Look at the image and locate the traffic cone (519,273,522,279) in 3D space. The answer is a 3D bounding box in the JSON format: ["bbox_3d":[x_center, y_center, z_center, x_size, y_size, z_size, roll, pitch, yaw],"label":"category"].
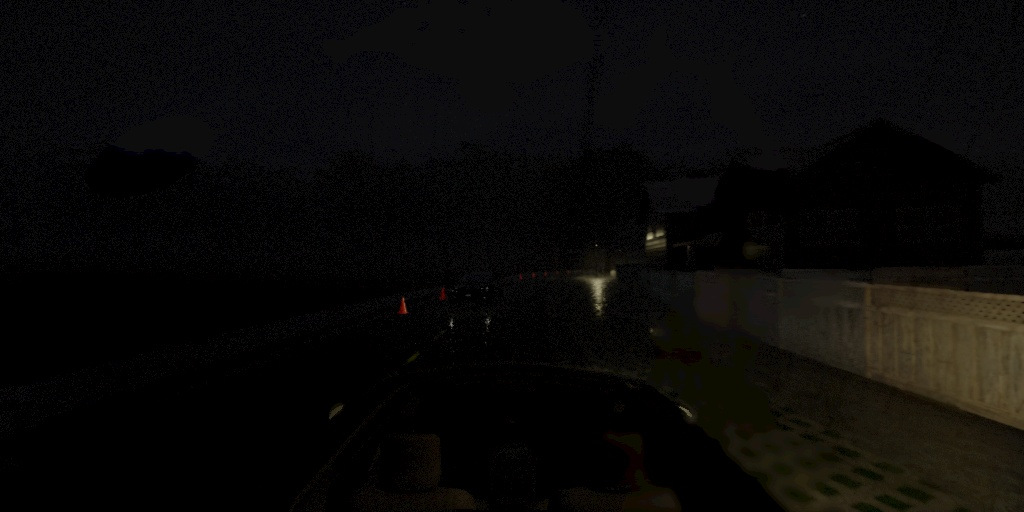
[{"bbox_3d":[0.923,2.160,38.489,0.340,0.580,0.340,0,0,18],"label":"traffic cone"}]

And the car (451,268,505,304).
[{"bbox_3d":[-1.523,1.399,17.584,1.882,1.535,5.008,-1,-1,8],"label":"car"}]

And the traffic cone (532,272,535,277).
[{"bbox_3d":[2.610,2.216,43.315,0.340,0.580,0.340,0,0,21],"label":"traffic cone"}]

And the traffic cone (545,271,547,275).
[{"bbox_3d":[4.517,2.270,48.059,0.340,0.580,0.340,0,0,23],"label":"traffic cone"}]

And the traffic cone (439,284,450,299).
[{"bbox_3d":[-3.571,1.907,18.566,0.340,0.580,0.340,0,0,7],"label":"traffic cone"}]

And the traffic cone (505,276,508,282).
[{"bbox_3d":[-0.542,2.100,33.591,0.340,0.580,0.340,0,0,15],"label":"traffic cone"}]

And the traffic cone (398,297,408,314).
[{"bbox_3d":[-4.103,1.847,13.484,0.340,0.580,0.340,0,0,10],"label":"traffic cone"}]

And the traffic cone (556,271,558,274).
[{"bbox_3d":[6.639,2.320,52.711,0.340,0.580,0.340,0,0,26],"label":"traffic cone"}]

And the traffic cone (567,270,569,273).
[{"bbox_3d":[8.971,2.367,57.260,0.340,0.580,0.340,0,0,28],"label":"traffic cone"}]
